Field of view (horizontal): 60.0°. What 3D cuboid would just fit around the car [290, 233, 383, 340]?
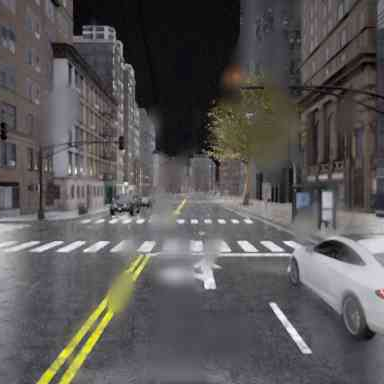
[{"bbox_3d":[3.339,1.525,6.397,1.812,1.442,4.674,0,0,0],"label":"car"}]

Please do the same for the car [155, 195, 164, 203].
[{"bbox_3d":[-6.630,1.381,66.461,2.128,1.511,4.902,0,0,0],"label":"car"}]

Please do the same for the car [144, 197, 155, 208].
[{"bbox_3d":[-6.678,1.437,46.191,1.882,1.535,5.008,0,1,0],"label":"car"}]

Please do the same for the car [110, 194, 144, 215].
[{"bbox_3d":[-6.630,1.204,33.499,2.150,2.045,5.566,0,0,1],"label":"car"}]
